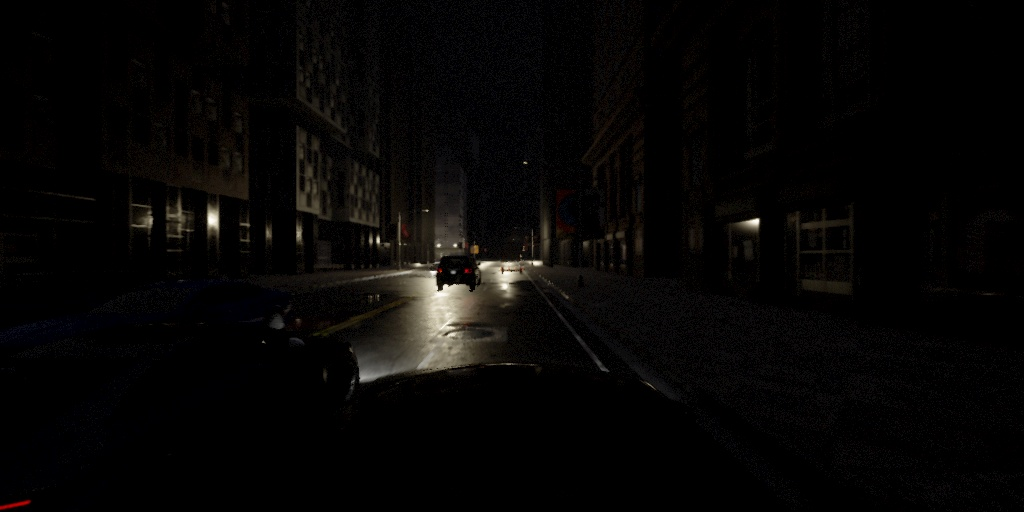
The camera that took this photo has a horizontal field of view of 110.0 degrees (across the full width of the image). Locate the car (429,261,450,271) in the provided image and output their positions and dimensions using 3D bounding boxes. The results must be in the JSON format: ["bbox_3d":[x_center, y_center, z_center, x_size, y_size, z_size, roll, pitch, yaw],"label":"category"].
[{"bbox_3d":[-9.869,1.343,49.226,1.994,1.385,4.181,0,0,0],"label":"car"}]

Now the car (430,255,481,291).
[{"bbox_3d":[-3.169,0.975,21.977,2.150,2.045,5.566,0,0,0],"label":"car"}]

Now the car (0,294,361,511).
[{"bbox_3d":[-3.152,1.314,3.441,1.994,1.385,4.181,0,0,0],"label":"car"}]

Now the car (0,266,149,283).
[{"bbox_3d":[-9.856,1.102,7.475,2.097,1.767,4.553,0,0,0],"label":"car"}]

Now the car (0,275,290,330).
[{"bbox_3d":[-6.607,1.228,7.175,1.882,1.535,5.008,0,0,0],"label":"car"}]

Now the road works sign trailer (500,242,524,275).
[{"bbox_3d":[-0.036,0.235,39.596,2.380,3.560,2.880,0,0,0],"label":"road works sign trailer"}]
